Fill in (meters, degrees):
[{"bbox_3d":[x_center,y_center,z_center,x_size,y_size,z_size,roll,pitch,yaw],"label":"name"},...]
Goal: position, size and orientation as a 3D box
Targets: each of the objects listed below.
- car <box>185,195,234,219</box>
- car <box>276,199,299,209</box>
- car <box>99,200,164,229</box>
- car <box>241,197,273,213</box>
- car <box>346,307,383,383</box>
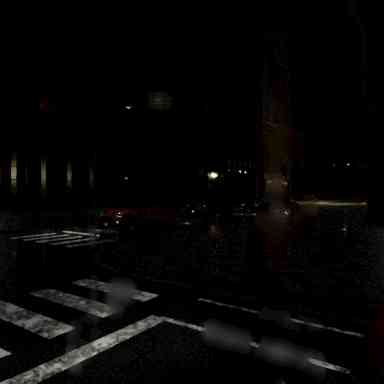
[{"bbox_3d":[1.697,1.256,29.781,2.150,2.045,5.566,0,0,36],"label":"car"},{"bbox_3d":[13.124,1.624,45.638,1.994,1.385,4.181,0,0,36],"label":"car"},{"bbox_3d":[-3.904,1.376,21.953,2.097,1.767,4.553,0,0,35],"label":"car"},{"bbox_3d":[7.395,1.399,37.700,2.097,1.767,4.553,0,0,35],"label":"car"},{"bbox_3d":[3.564,1.221,1.149,5.566,2.045,2.150,0,0,36],"label":"car"}]
